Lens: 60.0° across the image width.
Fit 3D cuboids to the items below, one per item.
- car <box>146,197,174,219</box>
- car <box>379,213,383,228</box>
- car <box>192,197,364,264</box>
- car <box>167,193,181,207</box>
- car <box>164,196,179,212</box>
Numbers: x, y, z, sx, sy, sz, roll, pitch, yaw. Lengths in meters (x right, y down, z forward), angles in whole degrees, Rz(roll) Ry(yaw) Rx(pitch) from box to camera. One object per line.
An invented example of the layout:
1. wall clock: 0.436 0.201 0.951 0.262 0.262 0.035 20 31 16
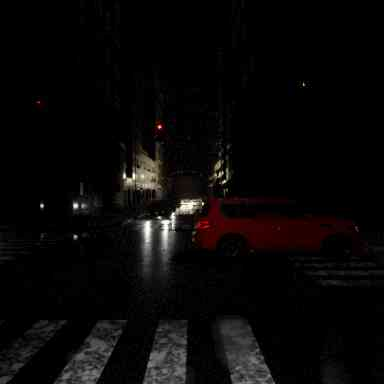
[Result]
1. car: -2.865 1.496 29.285 1.837 1.490 4.892 0 0 0
2. car: 12.338 1.282 16.892 5.009 1.841 2.192 0 0 0
3. car: 2.802 1.221 11.414 5.566 2.045 2.150 0 0 0
4. car: -2.874 1.197 49.552 2.150 2.045 5.566 0 0 0
5. car: -2.864 1.511 39.152 1.812 1.442 4.674 0 0 0
